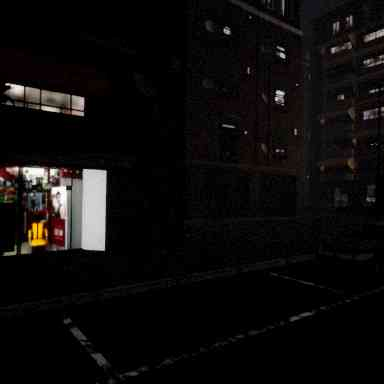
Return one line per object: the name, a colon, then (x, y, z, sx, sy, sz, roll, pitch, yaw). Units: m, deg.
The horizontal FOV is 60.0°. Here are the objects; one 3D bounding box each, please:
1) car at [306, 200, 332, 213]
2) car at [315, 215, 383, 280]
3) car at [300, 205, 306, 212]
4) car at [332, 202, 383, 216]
car: (15.508, 1.708, 40.460, 1.752, 1.417, 4.829, 1, -1, -35)
car: (5.469, 1.588, 9.929, 4.206, 1.307, 1.802, 0, 1, -35)
car: (9.164, 1.328, 35.792, 2.192, 1.841, 5.009, 1, -1, -35)
car: (15.851, 1.642, 30.555, 1.895, 1.301, 4.718, 2, -1, -35)
